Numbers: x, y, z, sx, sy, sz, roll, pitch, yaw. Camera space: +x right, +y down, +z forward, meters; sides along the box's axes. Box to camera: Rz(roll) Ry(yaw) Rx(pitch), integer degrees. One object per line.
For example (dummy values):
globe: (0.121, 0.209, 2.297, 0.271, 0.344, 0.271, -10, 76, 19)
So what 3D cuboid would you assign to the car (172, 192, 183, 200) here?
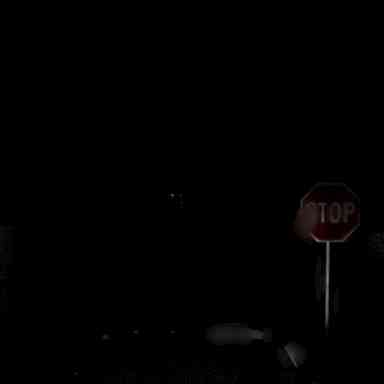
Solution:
car: (-2.865, 0.696, 65.954, 2.097, 1.767, 4.553, 0, 1, 0)
